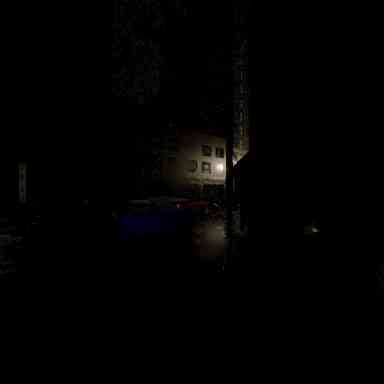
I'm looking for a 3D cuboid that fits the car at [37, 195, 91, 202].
[{"bbox_3d":[-8.360,1.123,20.420,2.192,1.841,5.009,1,1,35],"label":"car"}]

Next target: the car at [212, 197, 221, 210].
[{"bbox_3d":[1.401,1.166,34.130,1.947,1.339,4.313,1,2,35],"label":"car"}]

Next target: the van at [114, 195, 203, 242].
[{"bbox_3d":[-1.417,1.208,15.475,1.690,1.788,3.998,1,1,35],"label":"van"}]

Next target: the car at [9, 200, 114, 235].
[{"bbox_3d":[-6.646,1.383,18.253,2.033,1.411,5.357,0,1,36],"label":"car"}]

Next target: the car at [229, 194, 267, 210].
[{"bbox_3d":[6.143,1.054,36.190,2.128,1.511,4.902,0,1,36],"label":"car"}]

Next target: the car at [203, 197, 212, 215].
[{"bbox_3d":[-0.671,1.061,26.641,2.097,1.767,4.553,0,1,35],"label":"car"}]

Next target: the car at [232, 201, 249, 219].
[{"bbox_3d":[5.090,1.280,24.614,2.008,1.369,4.403,1,1,35],"label":"car"}]
